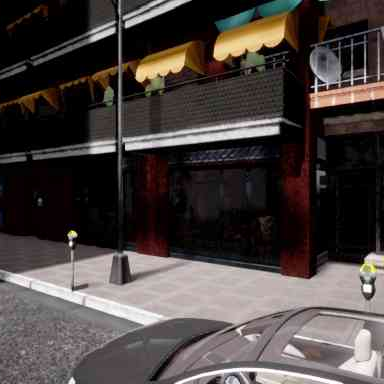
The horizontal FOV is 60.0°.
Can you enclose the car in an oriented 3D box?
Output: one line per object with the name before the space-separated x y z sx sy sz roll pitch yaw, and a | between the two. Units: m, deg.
car | 0.894 1.551 2.234 4.403 1.369 2.008 0 0 36
